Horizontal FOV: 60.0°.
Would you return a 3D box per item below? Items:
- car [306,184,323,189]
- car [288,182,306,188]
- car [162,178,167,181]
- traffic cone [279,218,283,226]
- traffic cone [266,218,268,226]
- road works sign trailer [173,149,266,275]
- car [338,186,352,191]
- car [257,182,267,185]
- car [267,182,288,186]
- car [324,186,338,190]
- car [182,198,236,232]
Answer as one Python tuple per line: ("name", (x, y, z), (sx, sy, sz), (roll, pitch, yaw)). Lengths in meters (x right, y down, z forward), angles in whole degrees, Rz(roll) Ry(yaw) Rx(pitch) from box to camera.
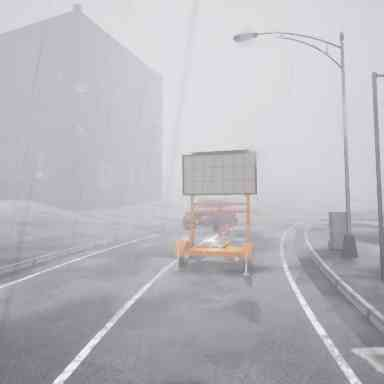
("car", (27.988, -1.066, 78.952), (4.792, 1.488, 2.163), (2, -5, -28))
("car", (22.957, -1.442, 76.235), (4.553, 1.767, 2.185), (2, -5, -27))
("car", (-7.065, -2.465, 62.396), (4.553, 1.767, 2.185), (2, -5, -24))
("traffic cone", (6.102, 2.049, 22.734), (0.340, 0.580, 0.340), (-2, -1, 17))
("traffic cone", (5.147, 2.081, 23.020), (0.340, 0.580, 0.340), (-2, -1, 17))
("road works sign trailer", (0.920, 0.493, 10.681), (2.380, 3.560, 2.880), (-1, 0, 18))
("car", (37.437, -0.646, 84.450), (4.892, 1.521, 2.231), (3, -5, -31))
("car", (13.056, -1.678, 71.281), (4.674, 1.452, 2.002), (2, -5, -25))
("car", (18.044, -1.521, 73.707), (5.008, 1.535, 2.097), (2, -5, -26))
("car", (32.785, -0.834, 81.673), (4.674, 1.452, 2.002), (3, -5, -30))
("car", (1.286, 1.418, 22.049), (2.150, 2.045, 5.566), (-2, -1, 22))
